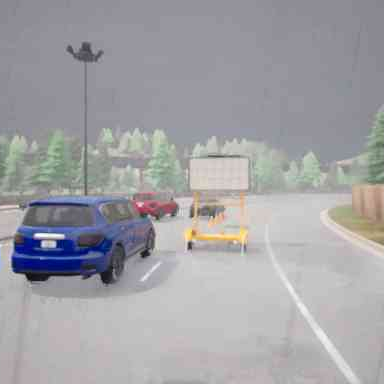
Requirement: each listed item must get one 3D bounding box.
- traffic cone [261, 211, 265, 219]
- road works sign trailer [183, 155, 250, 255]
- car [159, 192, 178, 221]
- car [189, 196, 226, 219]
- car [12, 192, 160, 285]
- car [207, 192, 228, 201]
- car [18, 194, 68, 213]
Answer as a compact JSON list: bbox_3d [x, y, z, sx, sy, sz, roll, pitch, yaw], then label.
[{"bbox_3d":[5.427,1.768,25.363,0.340,0.580,0.340,0,0,13],"label":"traffic cone"},{"bbox_3d":[1.071,0.366,13.011,2.380,3.560,2.880,0,0,13],"label":"road works sign trailer"},{"bbox_3d":[-2.819,1.025,25.570,2.150,2.045,5.566,0,0,16],"label":"car"},{"bbox_3d":[1.360,1.148,27.075,2.097,1.767,4.553,0,0,17],"label":"car"},{"bbox_3d":[-2.639,1.146,9.515,2.150,2.045,5.566,0,0,7],"label":"car"},{"bbox_3d":[5.361,0.822,69.615,2.097,1.767,4.553,0,1,38],"label":"car"},{"bbox_3d":[-14.988,1.084,33.784,2.097,1.767,4.553,0,0,19],"label":"car"}]
